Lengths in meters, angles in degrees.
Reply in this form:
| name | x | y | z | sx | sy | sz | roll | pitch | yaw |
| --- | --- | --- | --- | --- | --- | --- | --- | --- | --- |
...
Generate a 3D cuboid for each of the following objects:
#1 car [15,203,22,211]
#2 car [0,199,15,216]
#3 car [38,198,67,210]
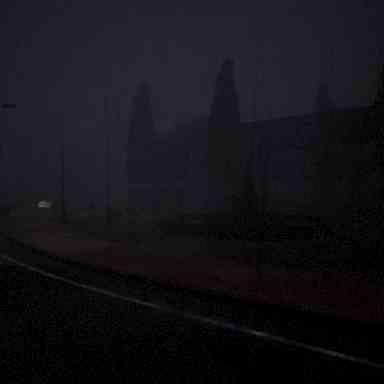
| name | x | y | z | sx | sy | sz | roll | pitch | yaw |
| --- | --- | --- | --- | --- | --- | --- | --- | --- | --- |
| car | -21.646 | 1.516 | 38.033 | 2.033 | 1.411 | 5.357 | 0 | 0 | 2 |
| car | -17.133 | 1.577 | 28.601 | 1.895 | 1.301 | 4.718 | 0 | 0 | -14 |
| car | -17.777 | 1.494 | 42.525 | 1.812 | 1.442 | 4.674 | 0 | 0 | 8 |
